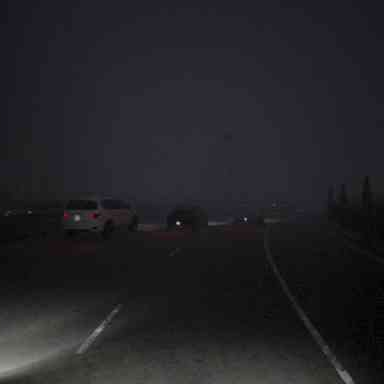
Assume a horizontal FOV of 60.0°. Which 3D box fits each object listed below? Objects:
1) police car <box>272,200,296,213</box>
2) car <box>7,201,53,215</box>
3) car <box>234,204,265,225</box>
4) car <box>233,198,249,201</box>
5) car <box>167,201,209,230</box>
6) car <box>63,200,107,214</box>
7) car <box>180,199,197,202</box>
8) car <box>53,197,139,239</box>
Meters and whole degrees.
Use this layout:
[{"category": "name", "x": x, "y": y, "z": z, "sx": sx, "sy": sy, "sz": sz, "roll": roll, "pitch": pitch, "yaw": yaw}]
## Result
[{"category": "police car", "x": 11.363, "y": 1.742, "z": 40.803, "sx": 2.038, "sy": 1.542, "sz": 4.974, "roll": 0, "pitch": 0, "yaw": 29}, {"category": "car", "x": -10.813, "y": 1.435, "z": 23.444, "sx": 2.097, "sy": 1.767, "sz": 4.553, "roll": 0, "pitch": 0, "yaw": 15}, {"category": "car", "x": 4.366, "y": 1.645, "z": 24.961, "sx": 1.812, "sy": 1.442, "sz": 4.674, "roll": 0, "pitch": 0, "yaw": 18}, {"category": "car", "x": 8.909, "y": 1.853, "z": 62.176, "sx": 2.097, "sy": 1.767, "sz": 4.553, "roll": 0, "pitch": -1, "yaw": 40}, {"category": "car", "x": -0.183, "y": 1.599, "z": 22.001, "sx": 1.837, "sy": 1.490, "sz": 4.892, "roll": 0, "pitch": 0, "yaw": 15}, {"category": "car", "x": -12.681, "y": 1.748, "z": 39.968, "sx": 2.033, "sy": 1.411, "sz": 5.357, "roll": 0, "pitch": -1, "yaw": 23}, {"category": "car", "x": -0.712, "y": 1.843, "z": 54.987, "sx": 2.128, "sy": 1.511, "sz": 4.902, "roll": 0, "pitch": -1, "yaw": 33}, {"category": "car", "x": -4.775, "y": 1.286, "z": 18.088, "sx": 2.150, "sy": 2.045, "sz": 5.566, "roll": 0, "pitch": 0, "yaw": 12}]
